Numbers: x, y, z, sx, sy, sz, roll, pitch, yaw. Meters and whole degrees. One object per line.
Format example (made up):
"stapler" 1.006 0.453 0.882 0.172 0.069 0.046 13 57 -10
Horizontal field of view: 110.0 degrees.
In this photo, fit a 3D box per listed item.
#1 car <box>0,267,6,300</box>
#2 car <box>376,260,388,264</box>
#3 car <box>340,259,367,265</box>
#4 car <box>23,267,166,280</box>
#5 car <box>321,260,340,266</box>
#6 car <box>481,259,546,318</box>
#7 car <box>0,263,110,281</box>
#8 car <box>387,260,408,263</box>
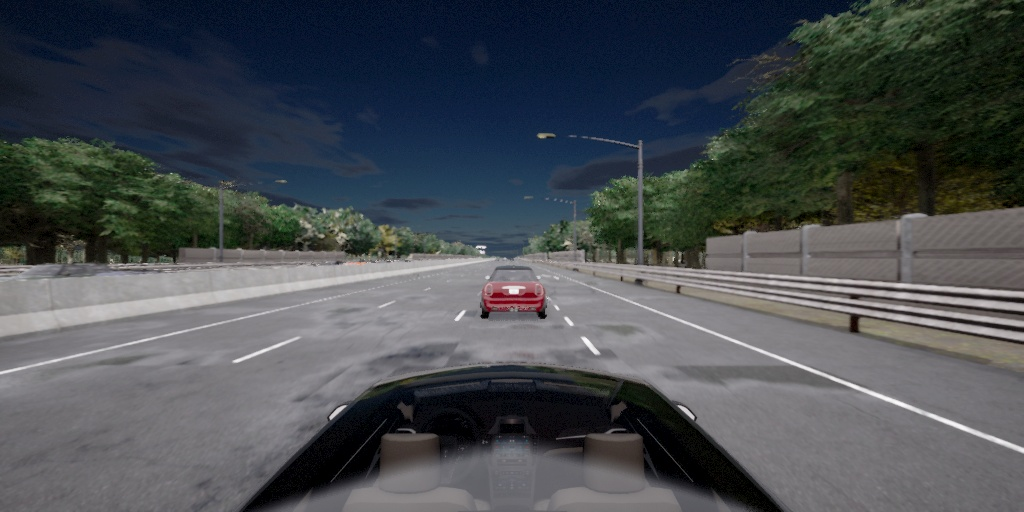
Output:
"car" -24.593 1.252 14.235 1.882 1.535 5.008 0 0 0
"car" -21.004 1.454 58.754 1.837 1.490 4.892 0 0 1
"car" -24.514 1.295 56.377 2.097 1.767 4.553 0 0 1
"car" -17.594 1.328 16.394 2.033 1.411 5.357 0 0 0
"car" -28.010 1.445 56.210 1.837 1.490 4.892 0 0 1
"car" 0.045 1.128 13.284 2.097 1.767 4.553 0 0 0
"car" -21.091 1.133 16.613 2.097 1.767 4.553 0 0 0
"car" -17.523 1.454 56.661 1.837 1.490 4.892 0 0 1
